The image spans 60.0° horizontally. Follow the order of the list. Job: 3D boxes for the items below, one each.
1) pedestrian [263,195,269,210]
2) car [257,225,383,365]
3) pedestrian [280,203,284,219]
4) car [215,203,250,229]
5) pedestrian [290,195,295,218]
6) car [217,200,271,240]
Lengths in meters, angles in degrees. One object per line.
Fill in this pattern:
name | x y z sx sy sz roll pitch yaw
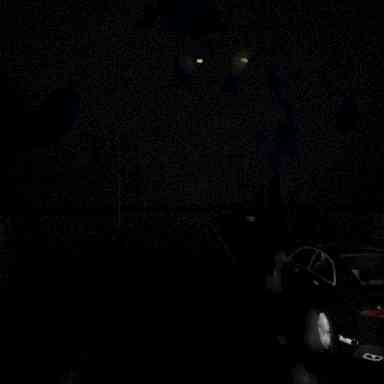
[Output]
pedestrian | 6.005 1.144 27.124 0.375 1.860 0.375 0 0 0
car | 2.635 1.551 5.855 2.008 1.369 4.403 0 0 0
pedestrian | 7.005 1.415 25.925 0.375 1.300 0.375 0 0 0
car | 2.632 1.527 22.662 1.752 1.417 4.829 0 0 0
pedestrian | 8.005 1.119 26.525 0.375 1.860 0.375 0 0 0
car | 2.633 1.316 16.946 2.192 1.841 5.009 0 0 0
